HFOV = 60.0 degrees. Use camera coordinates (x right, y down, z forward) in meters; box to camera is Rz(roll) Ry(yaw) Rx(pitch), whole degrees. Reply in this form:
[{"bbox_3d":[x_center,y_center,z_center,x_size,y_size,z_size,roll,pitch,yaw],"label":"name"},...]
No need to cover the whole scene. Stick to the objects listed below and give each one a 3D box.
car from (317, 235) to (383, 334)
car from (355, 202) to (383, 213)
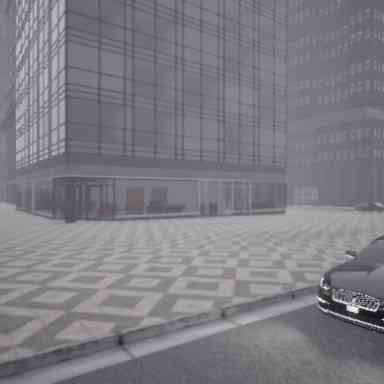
[{"bbox_3d":[4.470,1.594,6.567,4.892,1.490,1.837,1,-1,-35],"label":"car"},{"bbox_3d":[23.962,2.008,43.816,1.812,1.442,4.674,0,0,-35],"label":"car"}]
